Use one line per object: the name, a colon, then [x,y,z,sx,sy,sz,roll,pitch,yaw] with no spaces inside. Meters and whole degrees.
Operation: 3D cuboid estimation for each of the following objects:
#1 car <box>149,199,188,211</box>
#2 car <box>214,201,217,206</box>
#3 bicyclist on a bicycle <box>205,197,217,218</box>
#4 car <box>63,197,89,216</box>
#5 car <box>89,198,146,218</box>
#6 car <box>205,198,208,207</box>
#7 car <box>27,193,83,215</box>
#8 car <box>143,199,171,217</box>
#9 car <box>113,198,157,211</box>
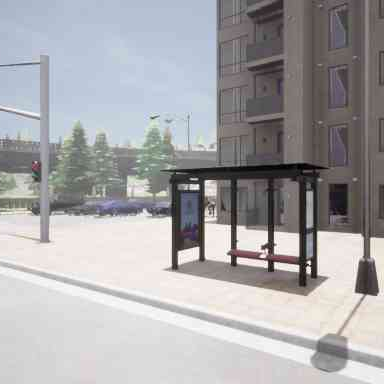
car: [-2.825,1.545,40.301,1.895,1.301,4.718,0,0,43]
car: [5.404,1.449,46.757,4.892,1.490,1.837,0,0,-29]
bicyclist on a bicycle: [1.336,1.245,26.619,1.656,1.620,0.582,0,0,36]
car: [-9.276,1.492,32.367,2.033,1.411,5.357,0,0,37]
car: [-6.529,1.470,29.904,1.812,1.442,4.674,0,0,36]
car: [0.151,1.297,47.392,4.553,1.767,2.097,0,0,-34]
car: [-13.208,1.166,32.917,2.150,2.045,5.566,0,0,37]
car: [-1.848,1.545,30.331,1.895,1.301,4.718,0,0,37]
car: [-6.888,1.492,40.984,2.033,1.411,5.357,0,0,40]
